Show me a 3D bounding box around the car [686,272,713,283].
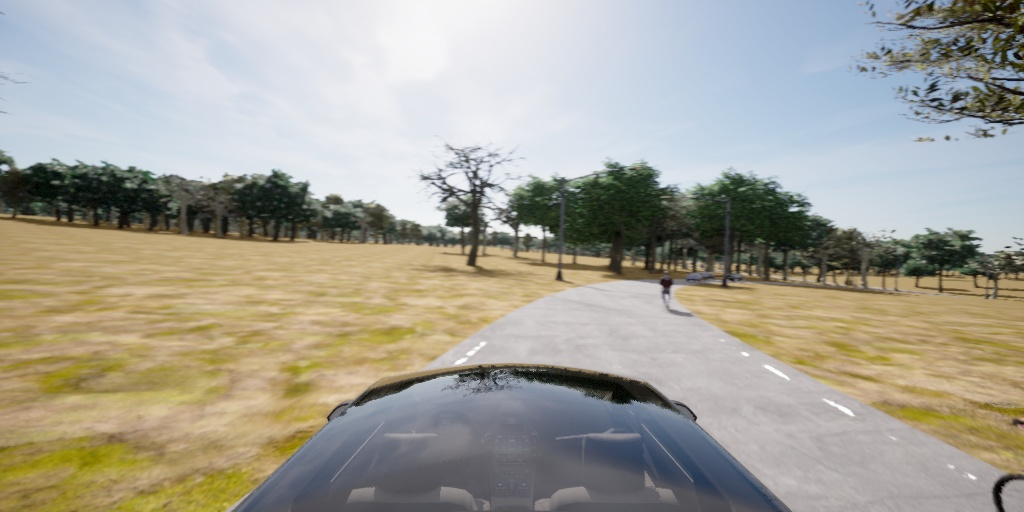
[{"bbox_3d":[27.332,3.151,52.881,2.033,1.411,5.357,3,0,42],"label":"car"}]

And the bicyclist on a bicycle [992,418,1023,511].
[{"bbox_3d":[3.749,1.339,2.126,0.866,1.612,1.509,2,-1,8],"label":"bicyclist on a bicycle"}]

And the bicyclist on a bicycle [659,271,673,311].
[{"bbox_3d":[6.985,1.577,16.322,0.659,1.776,1.843,2,0,17],"label":"bicyclist on a bicycle"}]
